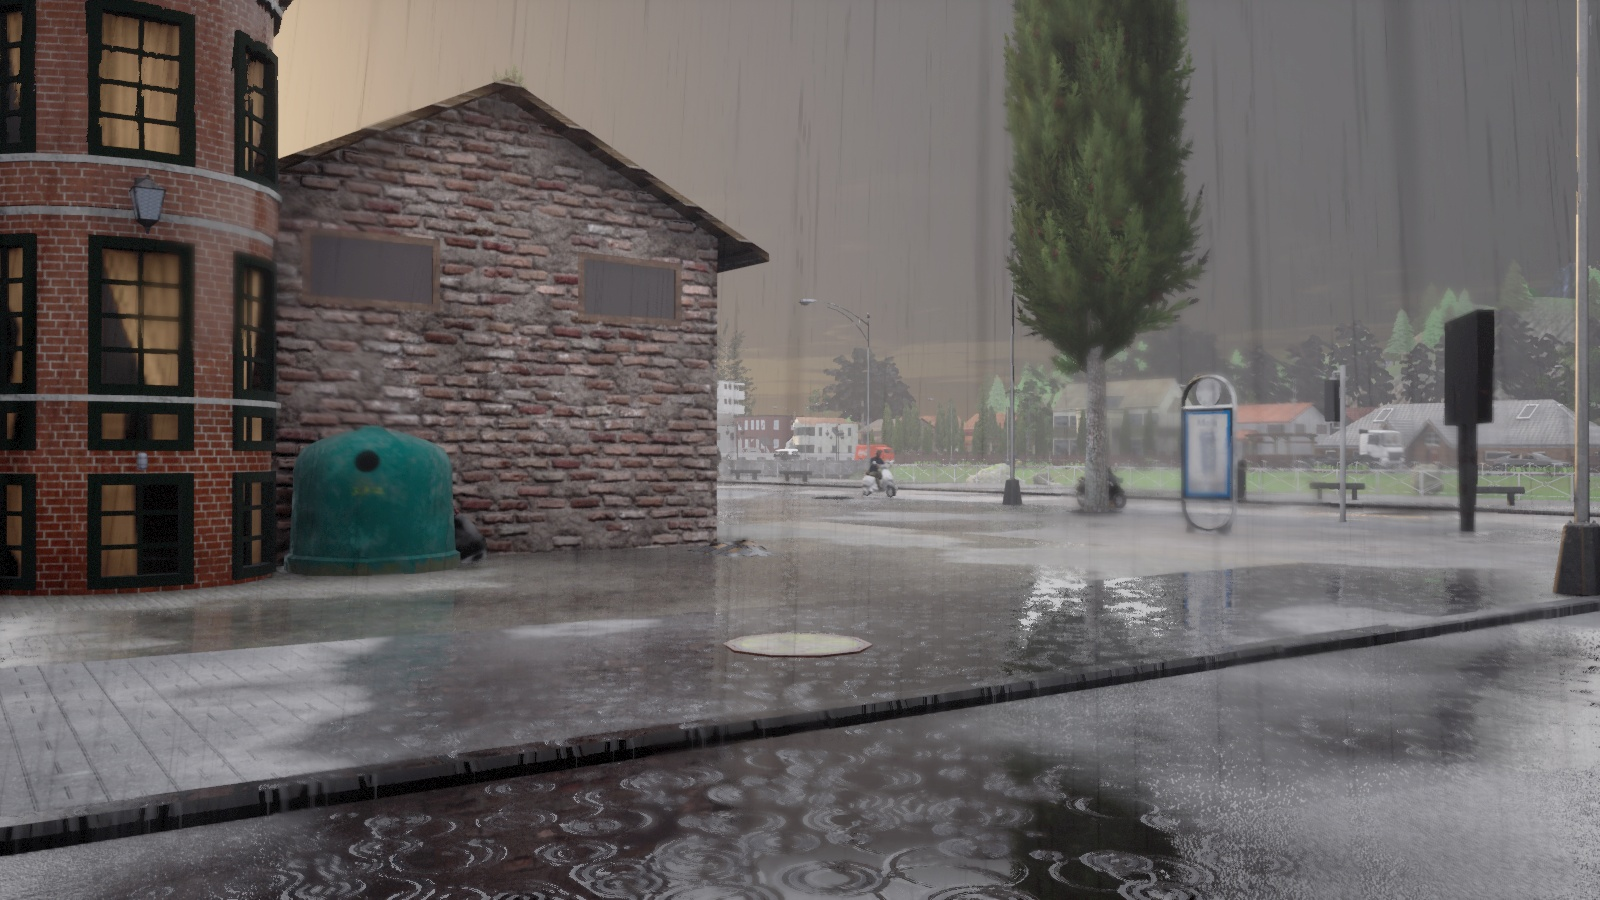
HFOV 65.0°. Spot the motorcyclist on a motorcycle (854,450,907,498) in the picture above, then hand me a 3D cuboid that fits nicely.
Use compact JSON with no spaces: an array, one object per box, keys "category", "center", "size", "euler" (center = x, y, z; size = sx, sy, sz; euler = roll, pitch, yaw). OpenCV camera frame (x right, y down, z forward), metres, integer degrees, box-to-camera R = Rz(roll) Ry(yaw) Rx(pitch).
[{"category":"motorcyclist on a motorcycle","center":[2.725,0.797,42.773],"size":[0.866,1.590,1.817],"euler":[0,0,-35]}]

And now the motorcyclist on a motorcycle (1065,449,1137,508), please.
[{"category":"motorcyclist on a motorcycle","center":[8.313,0.766,34.761],"size":[0.866,1.590,1.817],"euler":[0,0,-35]}]
